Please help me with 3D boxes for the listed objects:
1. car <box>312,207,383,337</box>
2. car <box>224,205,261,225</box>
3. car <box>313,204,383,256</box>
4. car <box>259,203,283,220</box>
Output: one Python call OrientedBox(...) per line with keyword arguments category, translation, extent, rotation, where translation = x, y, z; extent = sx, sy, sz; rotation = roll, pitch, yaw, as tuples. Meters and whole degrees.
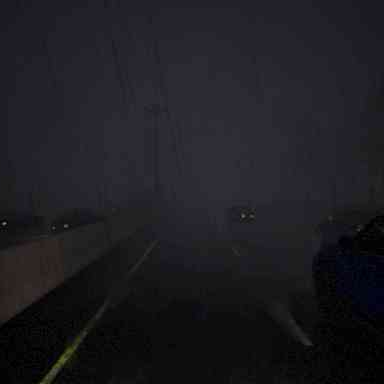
OrientedBox(category="car", translation=(3.585, 1.264, 4.626), extent=(2.150, 2.045, 5.566), rotation=(0, 0, 0))
OrientedBox(category="car", translation=(3.592, 1.764, 25.759), extent=(2.033, 1.411, 5.357), rotation=(0, 0, 0))
OrientedBox(category="car", translation=(7.094, 1.474, 14.341), extent=(2.097, 1.767, 4.553), rotation=(0, 0, 0))
OrientedBox(category="car", translation=(7.056, 1.754, 31.128), extent=(2.128, 1.511, 4.902), rotation=(0, 0, -1))
